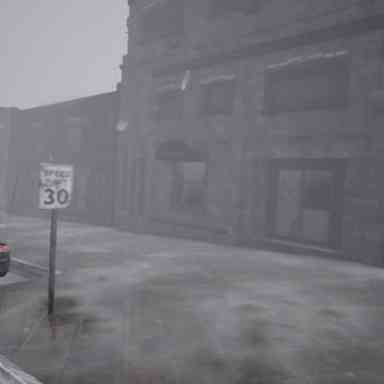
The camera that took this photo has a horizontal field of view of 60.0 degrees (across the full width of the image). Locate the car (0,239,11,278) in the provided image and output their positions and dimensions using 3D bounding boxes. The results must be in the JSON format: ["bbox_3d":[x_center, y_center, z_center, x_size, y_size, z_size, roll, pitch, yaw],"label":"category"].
[{"bbox_3d":[-6.522,1.482,8.948,4.674,1.452,2.002,0,-2,40],"label":"car"}]
